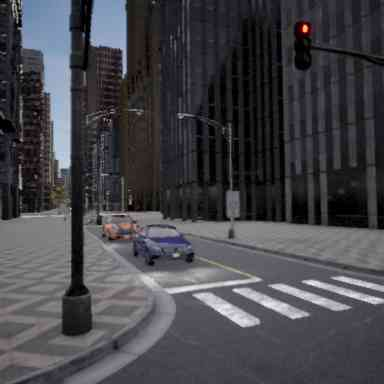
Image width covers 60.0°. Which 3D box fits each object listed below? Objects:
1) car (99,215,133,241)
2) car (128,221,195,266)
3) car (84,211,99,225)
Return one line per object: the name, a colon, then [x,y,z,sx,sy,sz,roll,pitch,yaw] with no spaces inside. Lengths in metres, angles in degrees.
car: [-5.064,2.451,23.688,2.097,1.767,4.553,0,-3,-22]
car: [-1.389,2.175,14.499,1.812,1.442,4.674,0,-3,-20]
car: [-13.143,3.586,44.086,1.837,1.490,4.892,0,-3,-21]
